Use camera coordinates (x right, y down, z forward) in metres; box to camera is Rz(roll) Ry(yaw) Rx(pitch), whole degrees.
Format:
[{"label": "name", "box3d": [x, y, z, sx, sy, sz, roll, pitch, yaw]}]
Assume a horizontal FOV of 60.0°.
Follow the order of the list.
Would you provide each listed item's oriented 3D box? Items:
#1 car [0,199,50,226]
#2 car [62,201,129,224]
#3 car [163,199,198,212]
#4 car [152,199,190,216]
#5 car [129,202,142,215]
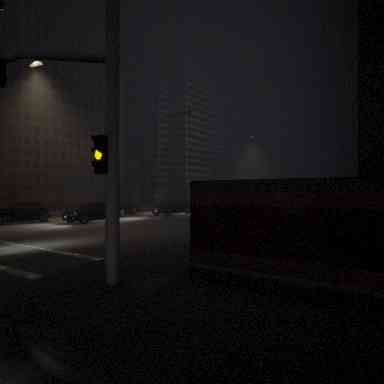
[{"label": "car", "box3d": [-12.662, 1.352, 23.793, 2.097, 1.767, 4.553, 0, 0, 36]}, {"label": "car", "box3d": [-7.400, 1.505, 25.121, 1.837, 1.490, 4.892, 0, 0, 36]}, {"label": "car", "box3d": [-1.322, 1.564, 39.470, 1.994, 1.385, 4.181, 0, 0, 36]}, {"label": "car", "box3d": [-1.898, 1.491, 32.717, 2.128, 1.511, 4.902, 0, 0, 36]}, {"label": "car", "box3d": [-7.121, 1.547, 31.478, 2.033, 1.411, 5.357, 0, 0, 36]}]
